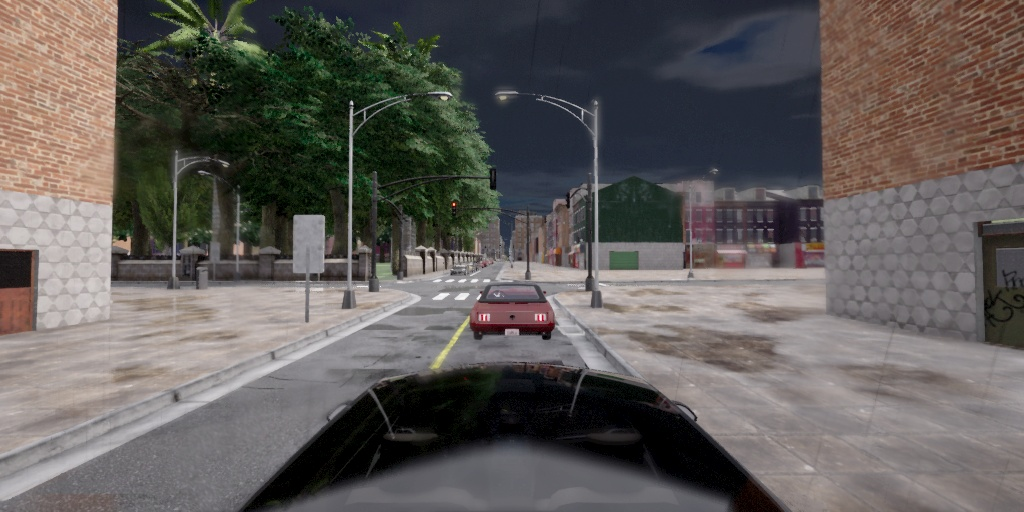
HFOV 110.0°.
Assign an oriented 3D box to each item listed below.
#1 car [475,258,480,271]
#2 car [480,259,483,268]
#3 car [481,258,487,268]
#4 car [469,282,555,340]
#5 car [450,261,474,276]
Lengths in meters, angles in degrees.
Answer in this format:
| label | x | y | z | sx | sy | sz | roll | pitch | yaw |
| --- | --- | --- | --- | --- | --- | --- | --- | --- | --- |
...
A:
| label | x | y | z | sx | sy | sz | roll | pitch | yaw |
| --- | --- | --- | --- | --- | --- | --- | --- | --- | --- |
| car | -5.581 | 1.347 | 45.546 | 2.007 | 1.370 | 4.403 | 0 | 0 | 0 |
| car | -5.628 | 1.373 | 50.996 | 1.948 | 1.339 | 4.313 | 0 | 0 | 0 |
| car | -5.721 | 1.420 | 61.895 | 1.802 | 1.307 | 4.207 | 0 | 0 | 0 |
| car | 0.025 | 1.355 | 9.940 | 1.895 | 1.301 | 4.718 | 0 | 0 | 0 |
| car | -5.547 | 1.334 | 38.411 | 2.007 | 1.370 | 4.403 | 0 | 0 | 0 |
